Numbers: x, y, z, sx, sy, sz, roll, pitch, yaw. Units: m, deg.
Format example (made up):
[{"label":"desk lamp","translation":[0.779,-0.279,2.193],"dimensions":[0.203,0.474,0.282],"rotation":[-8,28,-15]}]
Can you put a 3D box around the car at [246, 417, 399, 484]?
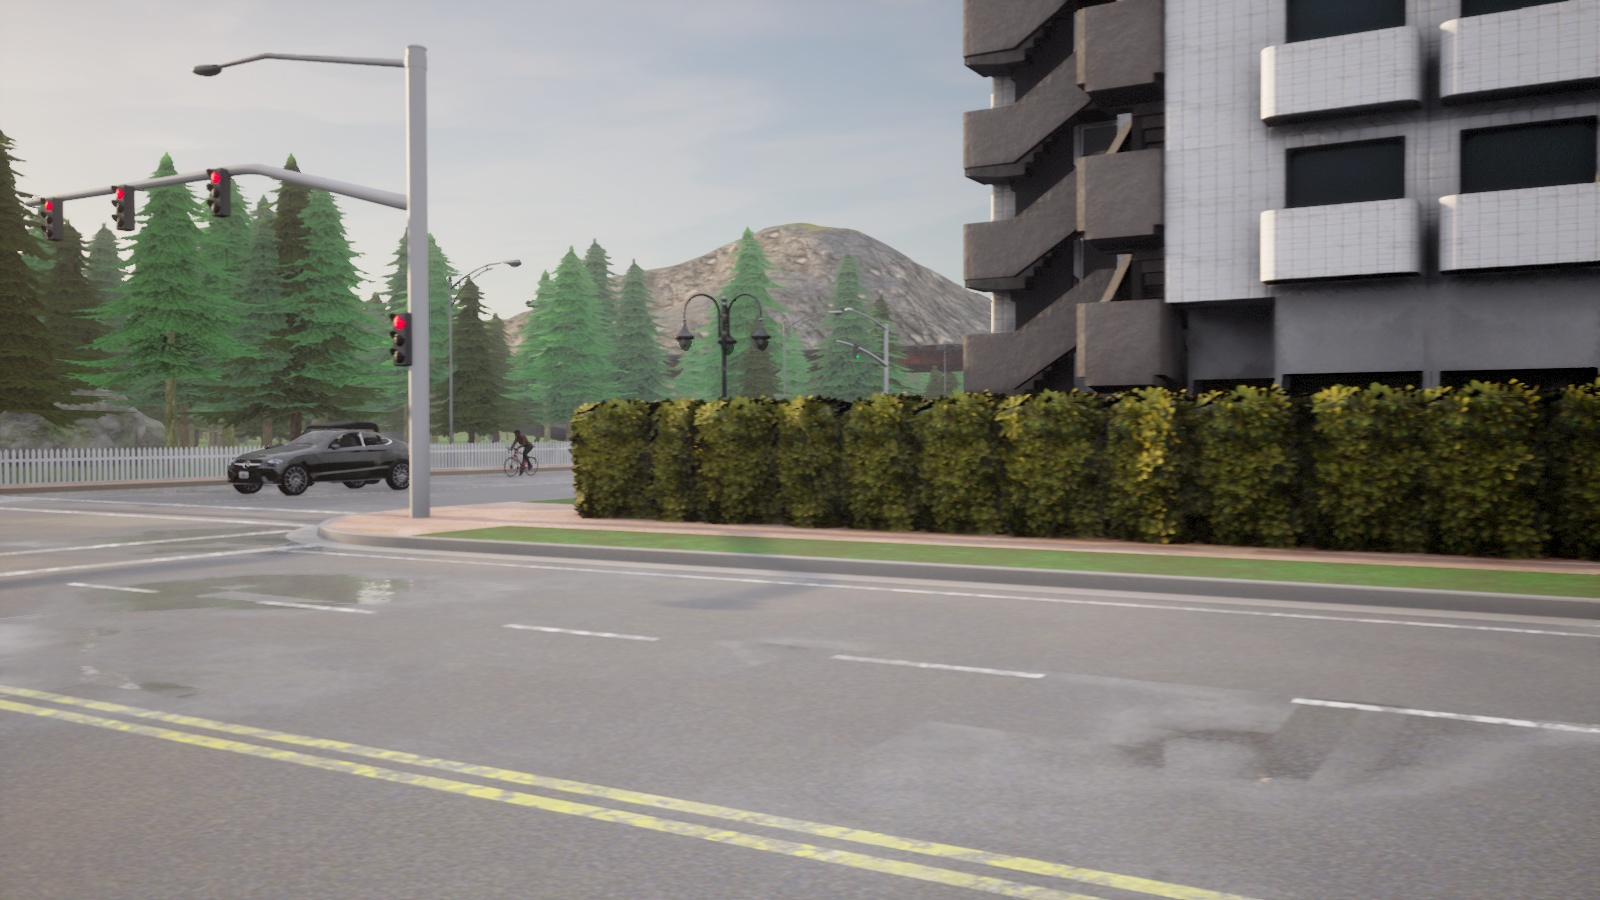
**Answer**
[{"label":"car","translation":[-14.055,-0.023,37.142],"dimensions":[1.905,1.878,3.866],"rotation":[1,1,32]}]

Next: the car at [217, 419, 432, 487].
[{"label":"car","translation":[-12.426,0.029,33.154],"dimensions":[2.152,1.651,5.027],"rotation":[1,1,32]}]

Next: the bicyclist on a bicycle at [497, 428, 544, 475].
[{"label":"bicyclist on a bicycle","translation":[-9.775,0.042,43.961],"dimensions":[0.582,1.620,1.656],"rotation":[1,1,32]}]
